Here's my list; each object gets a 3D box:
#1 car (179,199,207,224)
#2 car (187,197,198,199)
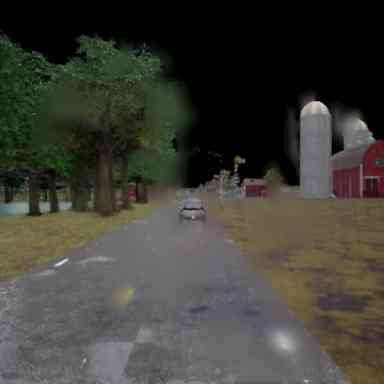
[{"bbox_3d":[0.090,1.489,24.485,2.128,1.511,4.902,0,0,0],"label":"car"},{"bbox_3d":[0.085,1.386,42.119,2.097,1.767,4.553,0,0,0],"label":"car"}]
